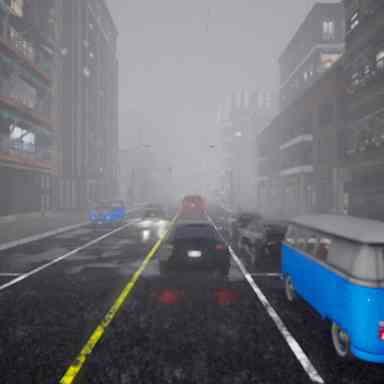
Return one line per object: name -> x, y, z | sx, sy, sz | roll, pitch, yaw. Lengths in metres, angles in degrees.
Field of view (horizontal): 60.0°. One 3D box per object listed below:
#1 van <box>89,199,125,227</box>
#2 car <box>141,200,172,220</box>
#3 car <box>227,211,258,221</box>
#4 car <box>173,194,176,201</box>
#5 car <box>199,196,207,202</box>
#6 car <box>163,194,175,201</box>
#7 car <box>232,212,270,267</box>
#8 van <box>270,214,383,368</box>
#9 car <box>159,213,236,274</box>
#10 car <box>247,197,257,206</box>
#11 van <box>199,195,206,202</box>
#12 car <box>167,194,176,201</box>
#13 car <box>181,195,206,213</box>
van -> -5.685, 1.387, 22.613 | 1.690, 1.788, 3.998 | 0, 0, 0
car -> -3.098, 1.623, 28.290 | 1.994, 1.385, 4.181 | 0, 0, 0
car -> 2.694, 1.600, 16.953 | 1.947, 1.339, 4.313 | 0, 0, 0
car -> -5.688, 1.782, 88.754 | 1.752, 1.417, 4.829 | 0, 0, 0
car -> 2.692, 1.781, 83.293 | 1.887, 1.381, 4.507 | 0, 0, 0
car -> -5.688, 1.780, 77.662 | 1.947, 1.339, 4.313 | 0, 0, 0
car -> 2.695, 1.588, 11.290 | 1.947, 1.339, 4.313 | 0, 0, 0
van -> 2.696, 1.352, 5.629 | 1.690, 1.788, 3.998 | 0, 0, 0
car -> 0.081, 1.585, 10.661 | 1.994, 1.385, 4.181 | 0, 0, 0
car -> 13.465, 1.769, 65.341 | 5.009, 1.841, 2.192 | 1, -1, -1
van -> 2.692, 1.599, 88.924 | 1.690, 1.788, 3.998 | 0, 0, 0
car -> -5.688, 1.596, 94.554 | 2.192, 1.841, 5.009 | 0, 0, 0
car -> 0.097, 1.291, 32.603 | 2.150, 2.045, 5.566 | 0, 0, 0
